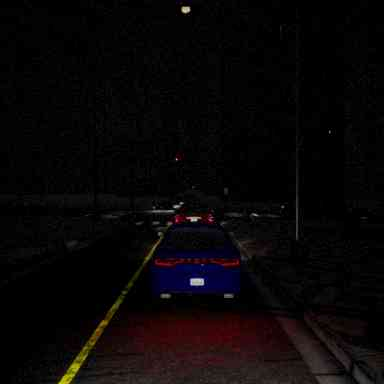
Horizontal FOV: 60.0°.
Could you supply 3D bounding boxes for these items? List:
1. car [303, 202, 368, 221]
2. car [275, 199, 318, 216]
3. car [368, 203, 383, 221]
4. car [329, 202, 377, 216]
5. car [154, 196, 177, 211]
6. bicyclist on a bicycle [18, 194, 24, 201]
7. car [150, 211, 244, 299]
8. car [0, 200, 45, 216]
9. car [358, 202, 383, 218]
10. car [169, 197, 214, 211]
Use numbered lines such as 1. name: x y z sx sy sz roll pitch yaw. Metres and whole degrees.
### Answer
1. car: 12.131 1.774 28.339 4.313 1.339 1.947 1 -1 0
2. car: 10.947 1.539 34.188 4.553 1.767 2.097 1 0 0
3. car: 17.944 1.824 28.340 4.829 1.417 1.752 1 -1 0
4. car: 17.781 1.841 36.864 4.403 1.369 2.008 1 -1 0
5. car: -3.397 1.525 41.802 1.812 1.442 4.674 0 0 6
6. bicyclist on a bicycle: -20.502 1.031 39.724 0.582 1.620 1.656 1 0 0
7. car: 0.099 1.478 8.499 1.882 1.535 5.008 0 0 0
8. car: -14.777 1.367 28.240 4.403 1.369 2.008 1 -1 0
9. car: 19.914 1.852 34.191 4.674 1.442 1.812 1 0 0
10. car: 0.118 1.352 17.653 2.097 1.767 4.553 0 0 1
